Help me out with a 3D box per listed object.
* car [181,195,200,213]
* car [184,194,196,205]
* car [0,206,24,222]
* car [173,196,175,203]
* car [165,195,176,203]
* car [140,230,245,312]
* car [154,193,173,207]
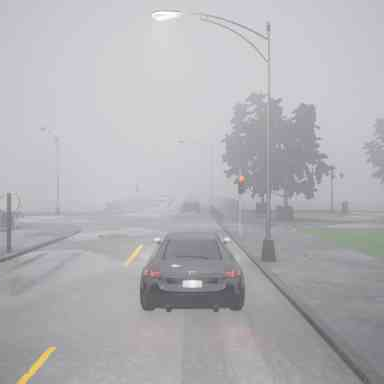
[{"bbox_3d":[-0.137,1.477,36.676,1.882,1.535,5.008,1,0,3],"label":"car"},{"bbox_3d":[-0.367,1.352,60.305,2.097,1.767,4.553,0,0,-1],"label":"car"},{"bbox_3d":[-15.907,1.547,25.526,5.357,1.411,2.033,0,0,0],"label":"car"},{"bbox_3d":[-4.537,1.547,61.247,2.033,1.411,5.357,0,0,0],"label":"car"},{"bbox_3d":[-4.554,1.525,71.489,2.128,1.511,4.902,0,0,0],"label":"car"},{"bbox_3d":[0.004,1.564,7.779,1.994,1.385,4.181,0,0,0],"label":"car"},{"bbox_3d":[-4.495,1.221,50.995,2.150,2.045,5.566,0,0,-1],"label":"car"}]
